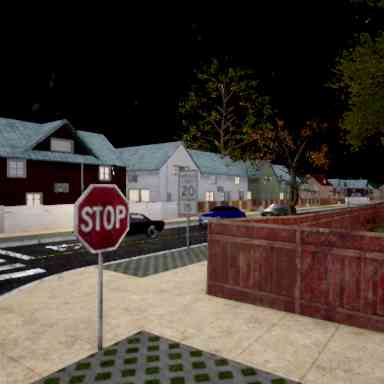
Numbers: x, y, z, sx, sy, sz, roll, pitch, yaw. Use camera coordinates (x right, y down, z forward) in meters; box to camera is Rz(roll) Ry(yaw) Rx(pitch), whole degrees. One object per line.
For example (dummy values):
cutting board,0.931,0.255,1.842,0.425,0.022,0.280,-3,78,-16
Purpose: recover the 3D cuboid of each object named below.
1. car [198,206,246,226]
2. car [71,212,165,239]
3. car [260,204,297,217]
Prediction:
car,2.338,1.742,24.581,1.812,1.442,4.674,0,0,37
car,-3.567,1.722,16.704,1.895,1.301,4.718,0,0,36
car,8.680,1.863,32.993,2.033,1.411,5.357,0,0,37
